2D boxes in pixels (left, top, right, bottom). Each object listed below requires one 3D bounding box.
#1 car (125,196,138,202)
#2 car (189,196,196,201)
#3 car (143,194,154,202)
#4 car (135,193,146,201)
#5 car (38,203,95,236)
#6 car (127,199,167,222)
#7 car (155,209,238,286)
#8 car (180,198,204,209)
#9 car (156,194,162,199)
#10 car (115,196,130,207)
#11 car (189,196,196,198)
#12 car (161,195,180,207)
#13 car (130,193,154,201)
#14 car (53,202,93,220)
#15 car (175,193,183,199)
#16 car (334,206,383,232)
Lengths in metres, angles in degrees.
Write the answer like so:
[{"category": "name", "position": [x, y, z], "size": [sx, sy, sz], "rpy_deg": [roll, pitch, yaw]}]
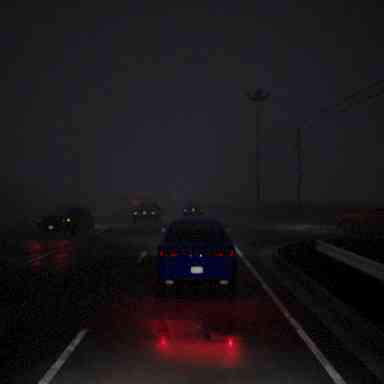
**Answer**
[{"category": "car", "position": [-13.941, 1.581, 77.084], "size": [2.033, 1.411, 5.357], "rpy_deg": [0, 0, 0]}, {"category": "car", "position": [0.069, 1.644, 90.175], "size": [1.895, 1.301, 4.718], "rpy_deg": [0, 0, 0]}, {"category": "car", "position": [-10.439, 1.398, 80.176], "size": [2.097, 1.767, 4.553], "rpy_deg": [0, 0, 0]}, {"category": "car", "position": [-13.931, 1.274, 90.464], "size": [2.150, 2.045, 5.566], "rpy_deg": [0, 0, 0]}, {"category": "car", "position": [-6.887, 1.536, 18.570], "size": [1.812, 1.442, 4.674], "rpy_deg": [0, 0, 0]}, {"category": "car", "position": [-3.379, 1.561, 26.200], "size": [2.033, 1.411, 5.357], "rpy_deg": [0, 0, 0]}, {"category": "car", "position": [0.108, 1.483, 9.452], "size": [1.882, 1.535, 5.008], "rpy_deg": [0, 0, 0]}, {"category": "car", "position": [0.121, 1.564, 30.211], "size": [2.033, 1.411, 5.357], "rpy_deg": [0, 0, 0]}, {"category": "car", "position": [-6.942, 1.395, 74.707], "size": [2.097, 1.767, 4.553], "rpy_deg": [0, 0, 0]}, {"category": "car", "position": [-10.362, 1.532, 50.350], "size": [1.837, 1.490, 4.892], "rpy_deg": [0, 0, 0]}, {"category": "car", "position": [0.147, 1.580, 61.186], "size": [2.033, 1.411, 5.357], "rpy_deg": [0, 0, 0]}, {"category": "car", "position": [-3.360, 1.593, 52.936], "size": [1.994, 1.385, 4.181], "rpy_deg": [0, 0, 0]}, {"category": "car", "position": [-6.866, 1.377, 46.262], "size": [2.097, 1.767, 4.553], "rpy_deg": [0, 0, 0]}, {"category": "car", "position": [-10.378, 1.616, 29.446], "size": [1.895, 1.301, 4.718], "rpy_deg": [0, 0, 0]}, {"category": "car", "position": [-3.436, 1.271, 84.291], "size": [2.150, 2.045, 5.566], "rpy_deg": [0, 0, 0]}, {"category": "car", "position": [10.460, 1.487, 18.220], "size": [5.008, 1.535, 1.882], "rpy_deg": [0, 0, 41]}]
